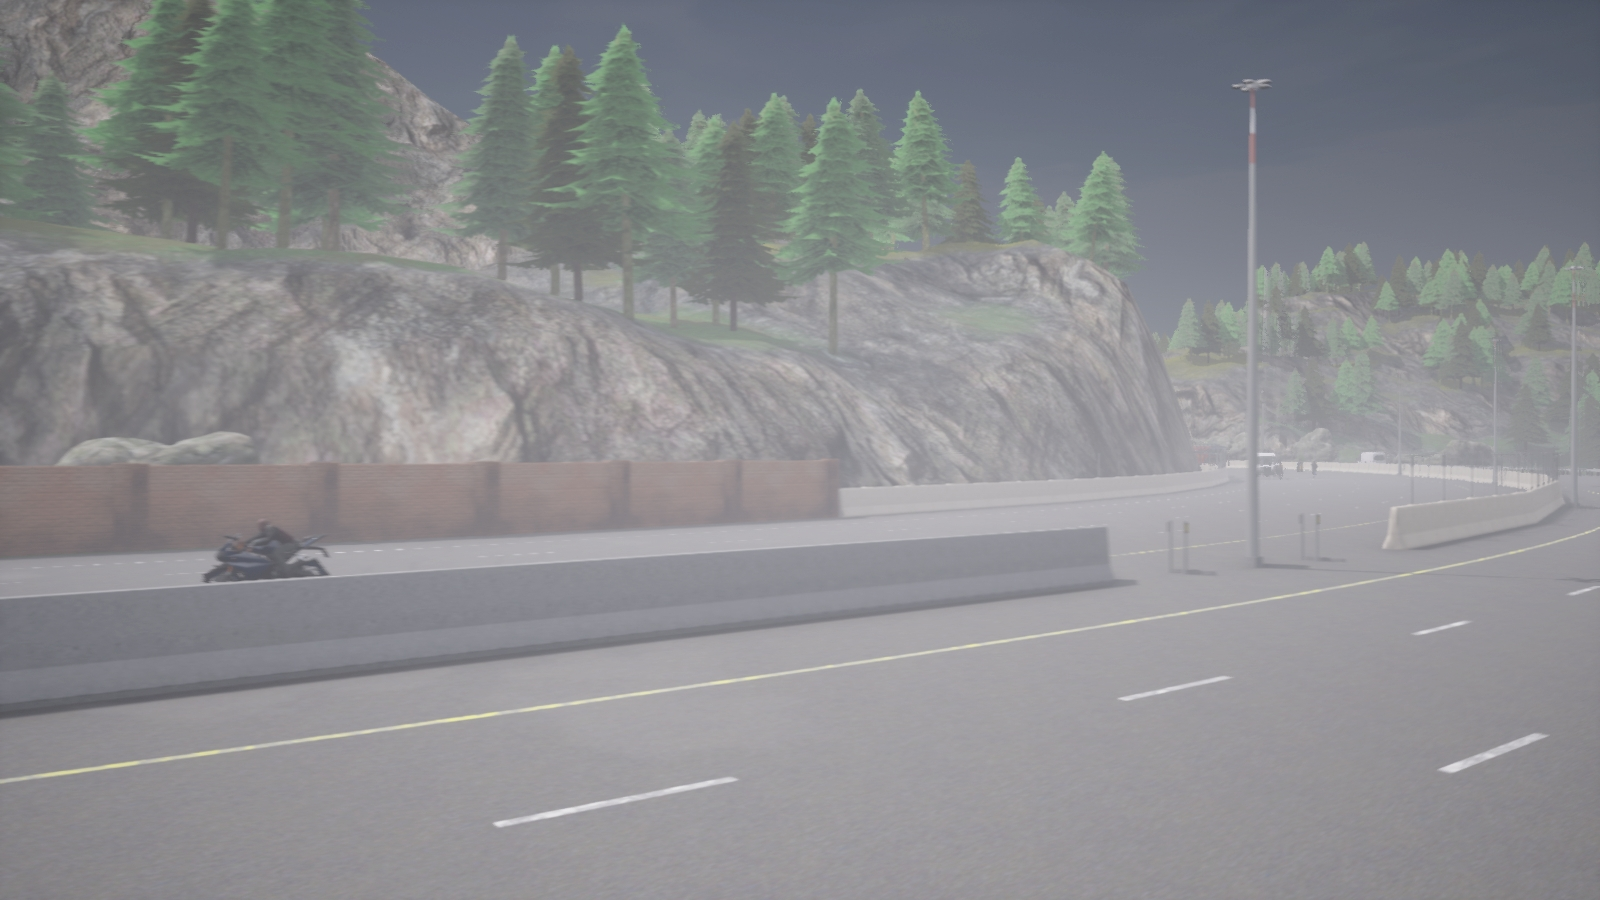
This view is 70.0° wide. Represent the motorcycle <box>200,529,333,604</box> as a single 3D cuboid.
[{"bbox_3d":[-10.274,2.210,22.042,2.209,1.251,0.867,0,-1,-36],"label":"motorcycle"}]
